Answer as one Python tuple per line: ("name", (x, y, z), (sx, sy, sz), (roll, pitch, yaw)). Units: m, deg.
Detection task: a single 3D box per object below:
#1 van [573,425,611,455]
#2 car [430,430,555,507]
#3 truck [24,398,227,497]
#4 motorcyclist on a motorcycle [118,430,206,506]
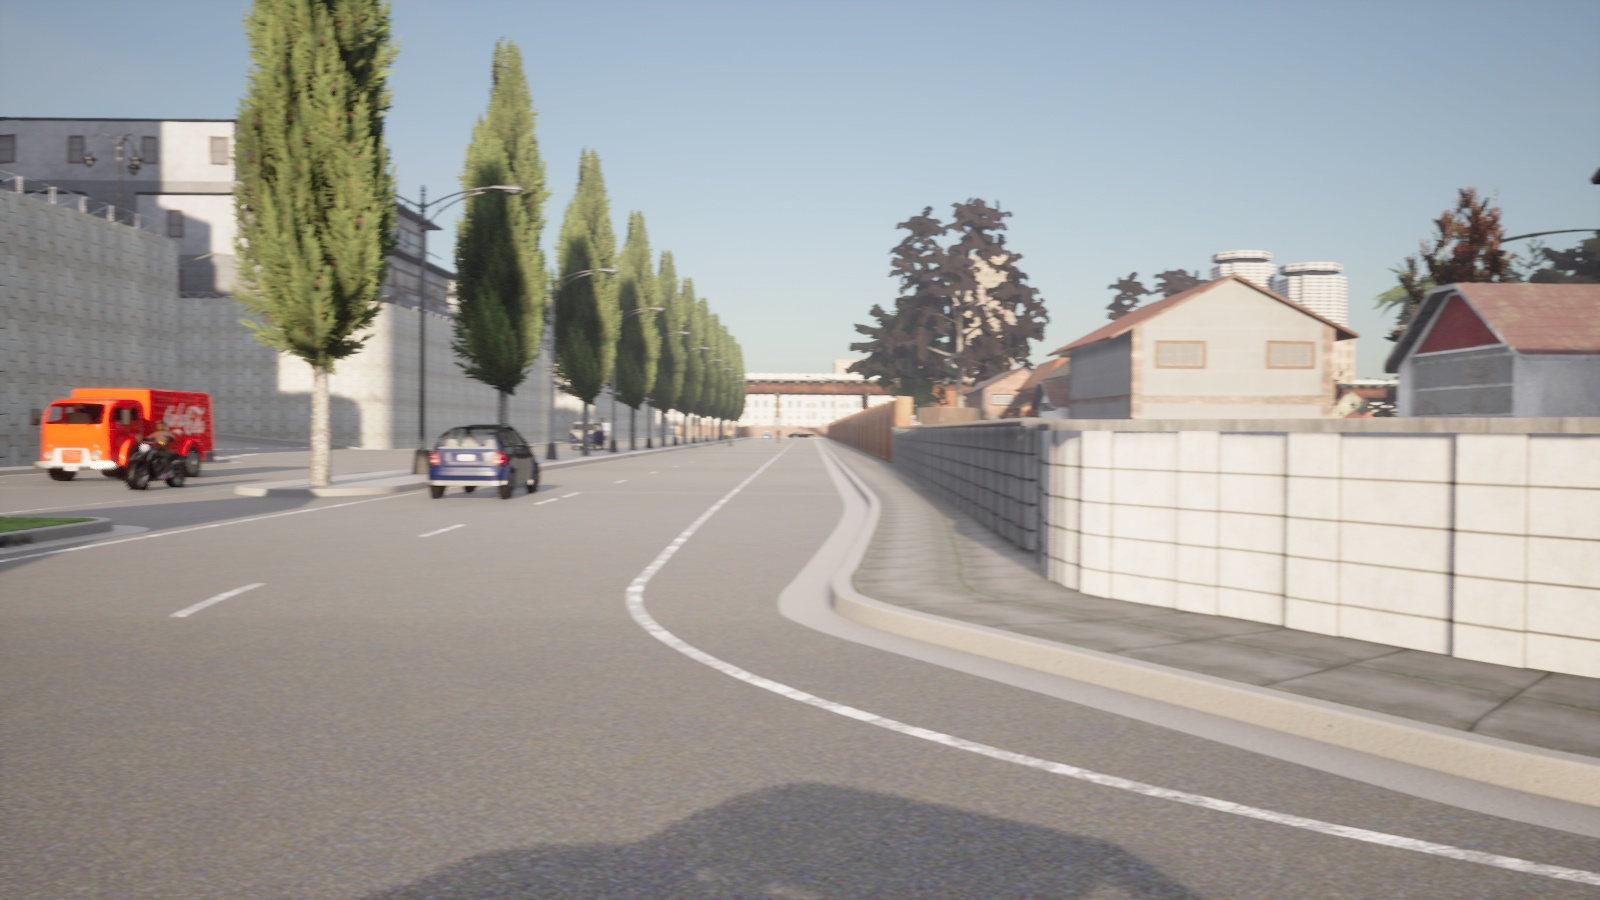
("van", (-14.038, -0.696, 85.145), (1.775, 1.987, 4.442), (-1, 1, 1))
("car", (-6.634, 0.350, 27.463), (1.789, 1.549, 3.705), (-1, 1, 1))
("truck", (-18.071, -0.101, 34.059), (2.627, 2.467, 5.204), (-1, 1, 1))
("motorcyclist on a motorcycle", (-14.621, 0.382, 28.856), (0.766, 1.649, 2.350), (-1, 1, 1))
